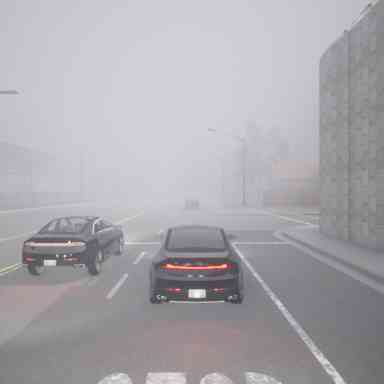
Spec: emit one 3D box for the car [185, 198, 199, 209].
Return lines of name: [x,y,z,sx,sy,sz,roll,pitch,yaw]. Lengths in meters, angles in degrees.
car: [-0.004,1.492,44.158,2.128,1.511,4.902,0,0,0]

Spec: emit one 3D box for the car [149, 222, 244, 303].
car: [0.082,1.505,8.161,1.837,1.490,4.892,0,0,0]

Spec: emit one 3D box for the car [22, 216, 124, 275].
car: [-3.424,1.492,10.431,2.128,1.511,4.902,0,0,0]
